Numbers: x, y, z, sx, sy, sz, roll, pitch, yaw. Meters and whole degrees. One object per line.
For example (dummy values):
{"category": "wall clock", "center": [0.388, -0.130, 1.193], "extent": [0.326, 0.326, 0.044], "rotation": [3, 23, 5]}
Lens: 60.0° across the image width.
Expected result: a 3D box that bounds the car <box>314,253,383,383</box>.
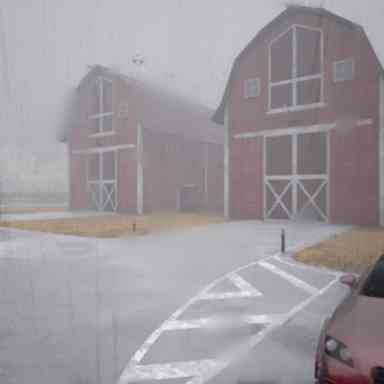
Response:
{"category": "car", "center": [3.002, 1.550, 4.256], "extent": [1.994, 1.381, 4.181], "rotation": [0, 0, 35]}
